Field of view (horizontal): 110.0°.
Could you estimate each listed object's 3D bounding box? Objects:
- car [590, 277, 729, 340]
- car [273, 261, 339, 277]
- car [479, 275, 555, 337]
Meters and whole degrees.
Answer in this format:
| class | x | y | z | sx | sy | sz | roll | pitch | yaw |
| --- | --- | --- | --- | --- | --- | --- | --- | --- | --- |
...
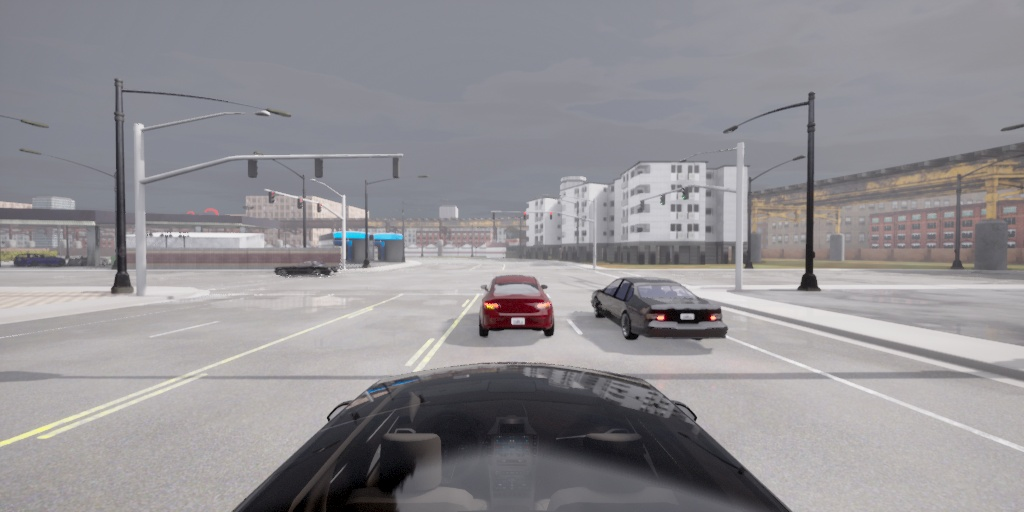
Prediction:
| class | x | y | z | sx | sy | sz | roll | pitch | yaw |
| --- | --- | --- | --- | --- | --- | --- | --- | --- | --- |
| car | 3.588 | 1.278 | 9.852 | 2.033 | 1.411 | 5.357 | 0 | 0 | 0 |
| car | -17.539 | 1.111 | 30.594 | 4.718 | 1.301 | 1.895 | 0 | 1 | 1 |
| car | 0.077 | 1.252 | 10.139 | 1.812 | 1.442 | 4.674 | 0 | 0 | -1 |
